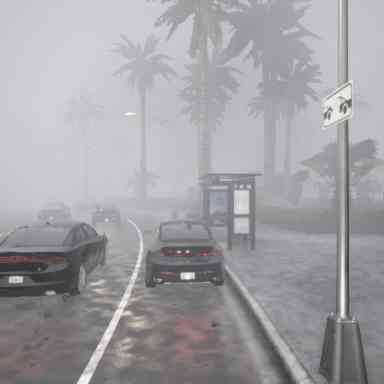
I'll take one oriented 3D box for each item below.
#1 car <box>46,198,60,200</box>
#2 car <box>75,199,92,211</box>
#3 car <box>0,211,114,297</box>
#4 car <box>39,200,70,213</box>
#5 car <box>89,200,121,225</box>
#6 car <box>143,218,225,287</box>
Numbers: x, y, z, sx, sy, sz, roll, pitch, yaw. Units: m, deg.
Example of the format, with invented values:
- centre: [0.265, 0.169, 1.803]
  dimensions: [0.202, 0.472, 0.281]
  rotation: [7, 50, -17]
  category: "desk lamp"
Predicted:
- centre: [-16.061, 1.466, 38.418]
  dimensions: [1.882, 1.535, 5.008]
  rotation: [0, 0, -29]
  category: "car"
- centre: [-12.519, 1.517, 39.236]
  dimensions: [1.812, 1.442, 4.674]
  rotation: [0, 0, -28]
  category: "car"
- centre: [-3.464, 1.476, 8.642]
  dimensions: [1.882, 1.535, 5.008]
  rotation: [0, 0, -5]
  category: "car"
- centre: [-9.791, 1.519, 23.754]
  dimensions: [1.812, 1.442, 4.674]
  rotation: [0, 0, -16]
  category: "car"
- centre: [-6.097, 1.503, 23.549]
  dimensions: [1.837, 1.490, 4.892]
  rotation: [0, 0, -15]
  category: "car"
- centre: [-0.298, 1.504, 9.355]
  dimensions: [1.837, 1.490, 4.892]
  rotation: [0, 0, -5]
  category: "car"
